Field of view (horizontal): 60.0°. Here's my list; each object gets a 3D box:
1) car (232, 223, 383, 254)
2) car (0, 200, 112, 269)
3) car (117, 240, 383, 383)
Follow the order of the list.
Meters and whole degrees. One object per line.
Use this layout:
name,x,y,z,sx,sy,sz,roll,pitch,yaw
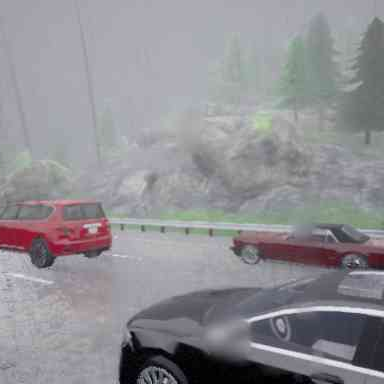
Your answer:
car,3.530,1.584,9.979,4.718,1.301,1.895,-1,0,35
car,-5.273,1.293,11.627,5.566,2.045,2.150,-1,0,33
car,1.431,1.481,2.882,4.902,1.511,2.128,-1,0,36
